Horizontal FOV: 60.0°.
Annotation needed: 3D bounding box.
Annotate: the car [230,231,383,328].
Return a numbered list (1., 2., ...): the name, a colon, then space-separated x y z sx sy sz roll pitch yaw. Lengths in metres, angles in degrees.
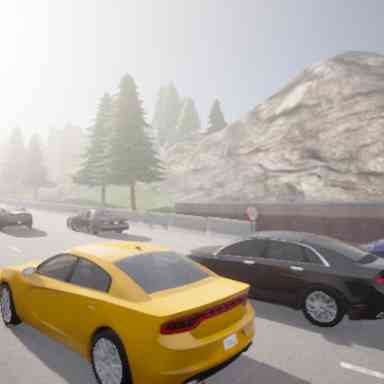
1. car: 1.722 1.622 7.297 4.892 1.490 1.837 0 -1 39

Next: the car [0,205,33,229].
1. car: -11.977 1.631 21.825 2.128 1.511 4.902 1 0 -42

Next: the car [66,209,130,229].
1. car: -5.834 1.743 20.177 2.033 1.411 5.357 1 0 -41

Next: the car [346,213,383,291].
1. car: 6.393 1.498 8.021 4.553 1.767 2.097 0 -1 36

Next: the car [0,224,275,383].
1. car: -1.421 1.556 5.433 5.008 1.535 1.882 0 -1 41
